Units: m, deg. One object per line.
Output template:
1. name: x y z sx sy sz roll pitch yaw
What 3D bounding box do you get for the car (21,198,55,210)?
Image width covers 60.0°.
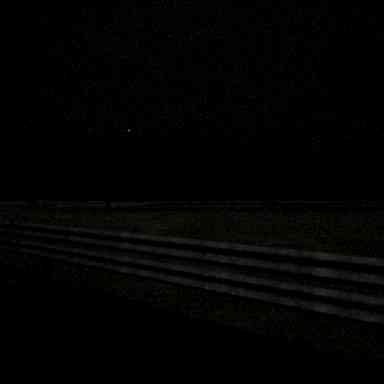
1. car: -22.092 1.587 47.802 4.553 1.767 2.097 0 0 12
